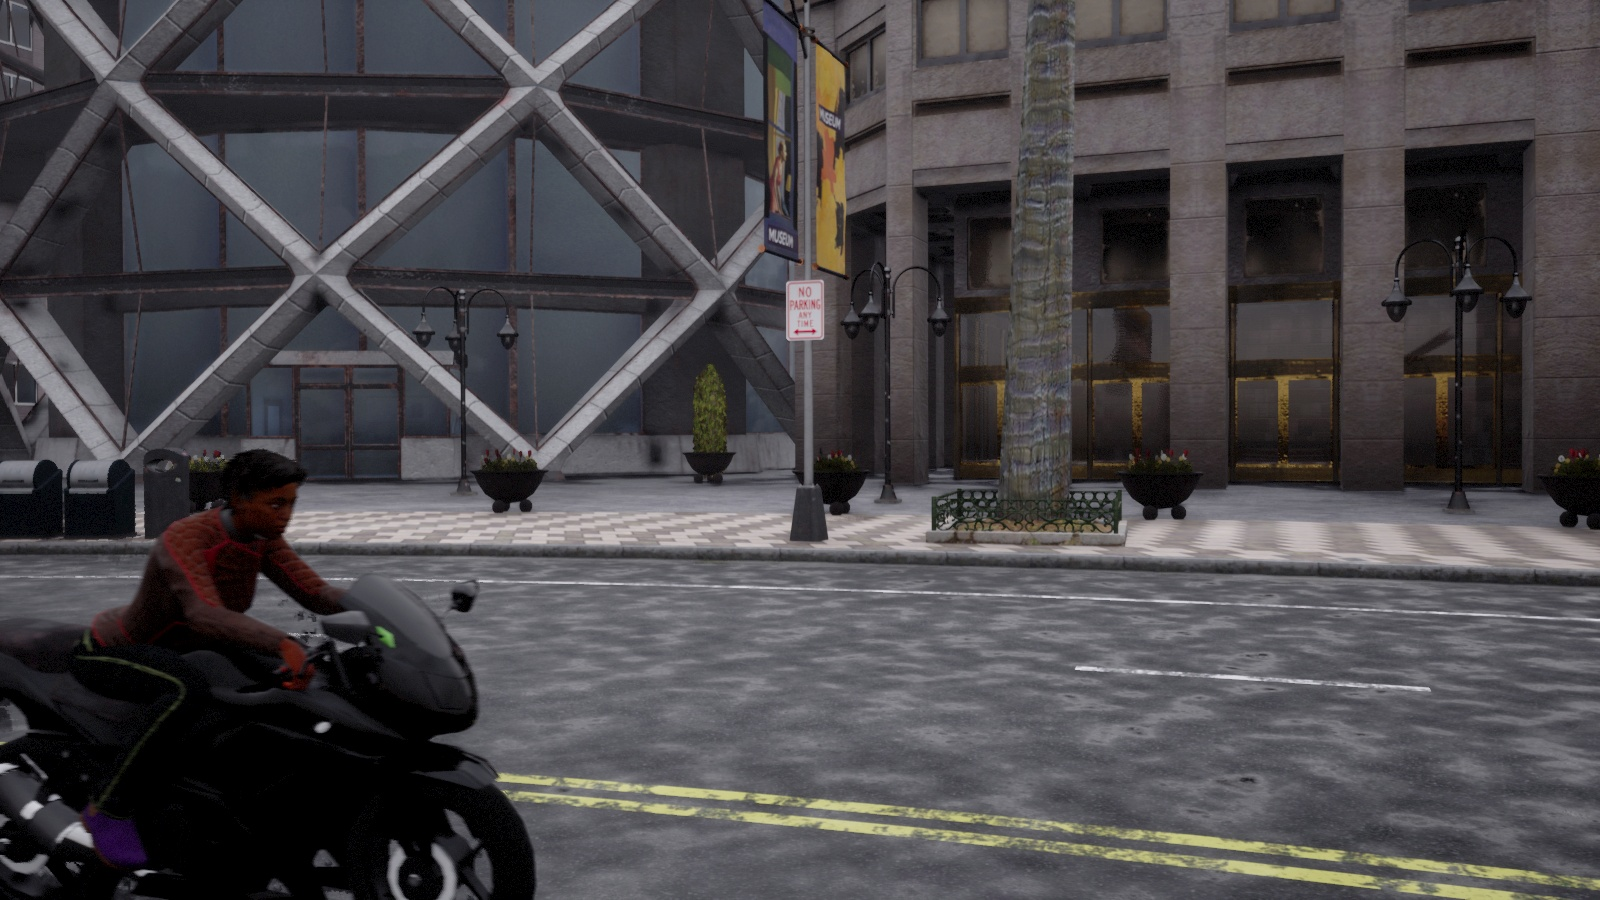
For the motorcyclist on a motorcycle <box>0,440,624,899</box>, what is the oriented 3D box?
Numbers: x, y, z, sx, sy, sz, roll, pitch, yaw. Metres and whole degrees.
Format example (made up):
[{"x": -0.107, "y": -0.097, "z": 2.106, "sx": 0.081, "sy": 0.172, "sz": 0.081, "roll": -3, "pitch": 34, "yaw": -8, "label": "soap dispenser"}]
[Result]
[{"x": -1.638, "y": 0.743, "z": 3.769, "sx": 2.044, "sy": 1.523, "sz": 0.797, "roll": 0, "pitch": 2, "yaw": 15, "label": "motorcyclist on a motorcycle"}]
